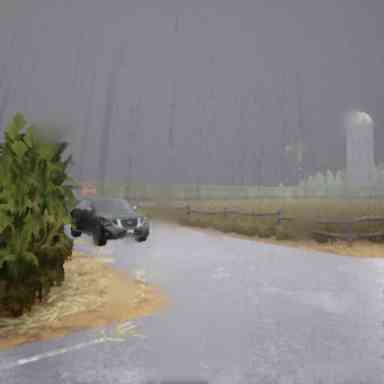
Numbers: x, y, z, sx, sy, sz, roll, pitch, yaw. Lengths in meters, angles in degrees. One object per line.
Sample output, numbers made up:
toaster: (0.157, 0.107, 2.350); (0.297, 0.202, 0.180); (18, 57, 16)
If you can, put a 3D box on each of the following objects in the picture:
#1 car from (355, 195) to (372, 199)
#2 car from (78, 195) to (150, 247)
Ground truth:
car: (35.686, 1.404, 69.928); (1.994, 1.385, 4.181); (0, 0, -39)
car: (-4.057, 1.208, 15.679); (2.150, 2.045, 5.566); (0, 1, -35)
